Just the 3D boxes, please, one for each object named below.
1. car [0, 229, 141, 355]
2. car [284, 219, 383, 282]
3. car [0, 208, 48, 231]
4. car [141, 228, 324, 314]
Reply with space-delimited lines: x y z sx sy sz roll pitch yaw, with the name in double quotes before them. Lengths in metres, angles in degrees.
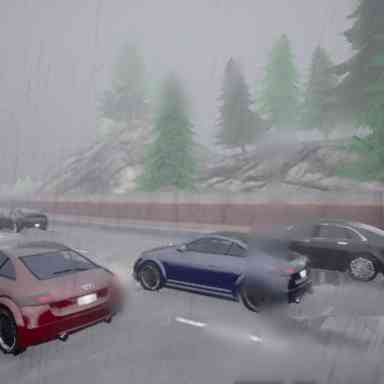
"car" -3.233 1.647 6.290 4.181 1.385 1.994 -1 -1 36
"car" 3.674 1.575 9.953 4.892 1.490 1.837 -1 0 34
"car" -11.199 1.795 21.892 4.892 1.490 1.837 -1 -1 43
"car" 0.605 1.635 7.838 4.181 1.385 1.994 -1 -1 35
